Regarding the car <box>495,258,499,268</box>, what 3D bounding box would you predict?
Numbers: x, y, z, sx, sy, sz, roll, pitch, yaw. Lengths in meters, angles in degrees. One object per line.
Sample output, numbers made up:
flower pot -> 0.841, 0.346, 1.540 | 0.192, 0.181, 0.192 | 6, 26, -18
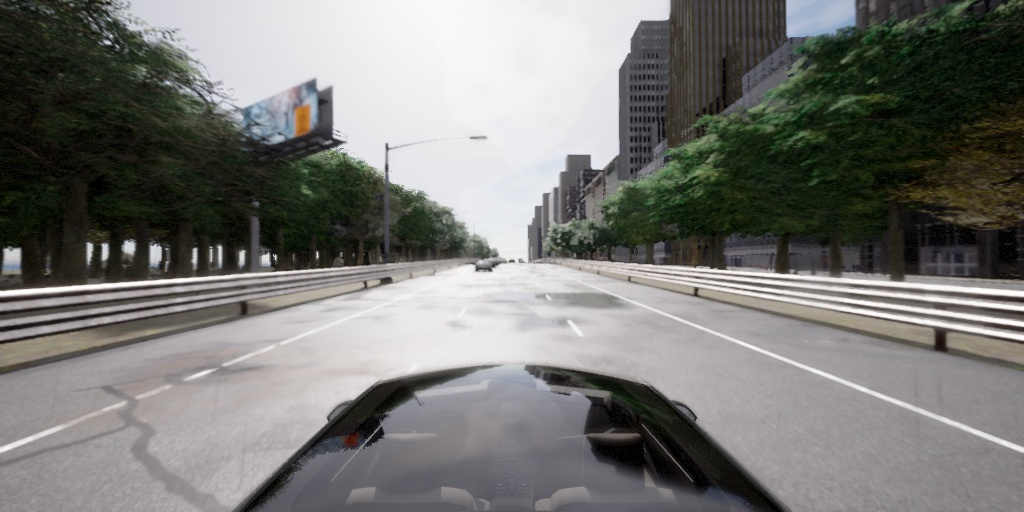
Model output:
car -> -3.484, 1.091, 55.529 | 1.882, 1.535, 5.008 | 0, 0, 0

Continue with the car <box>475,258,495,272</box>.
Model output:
car -> -3.487, 1.224, 44.525 | 1.994, 1.385, 4.181 | 0, 0, 0
